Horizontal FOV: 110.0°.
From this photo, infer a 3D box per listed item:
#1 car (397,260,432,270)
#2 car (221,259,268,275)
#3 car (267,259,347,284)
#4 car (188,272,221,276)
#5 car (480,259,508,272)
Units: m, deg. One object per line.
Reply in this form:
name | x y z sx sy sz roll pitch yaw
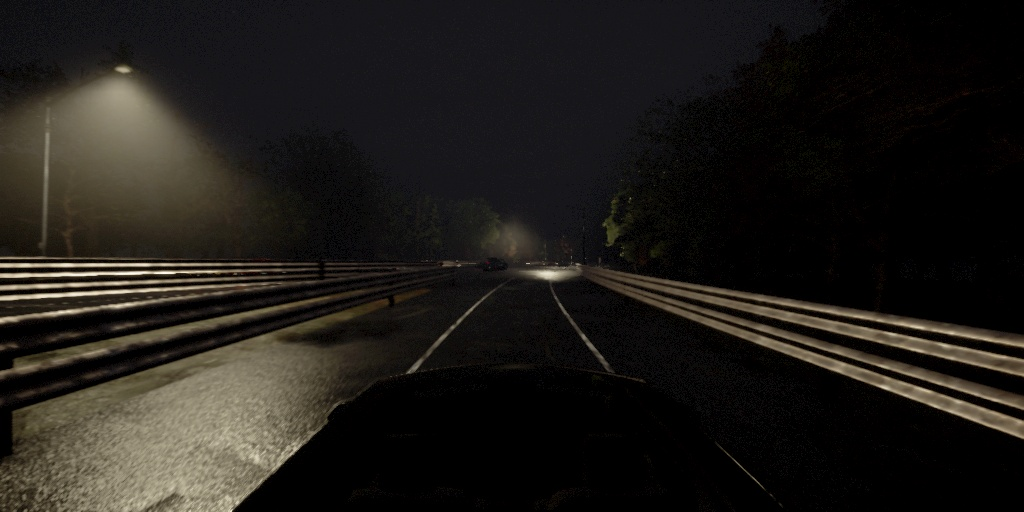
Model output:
car | -10.187 1.174 37.773 1.812 1.442 4.674 0 -1 19
car | -15.268 0.897 22.949 1.812 1.442 4.674 0 -1 19
car | -11.974 0.956 21.766 1.994 1.385 4.181 0 -1 19
car | -18.555 0.951 24.145 1.895 1.301 4.718 0 -1 19
car | -2.354 1.523 49.866 1.994 1.385 4.181 2 0 19
